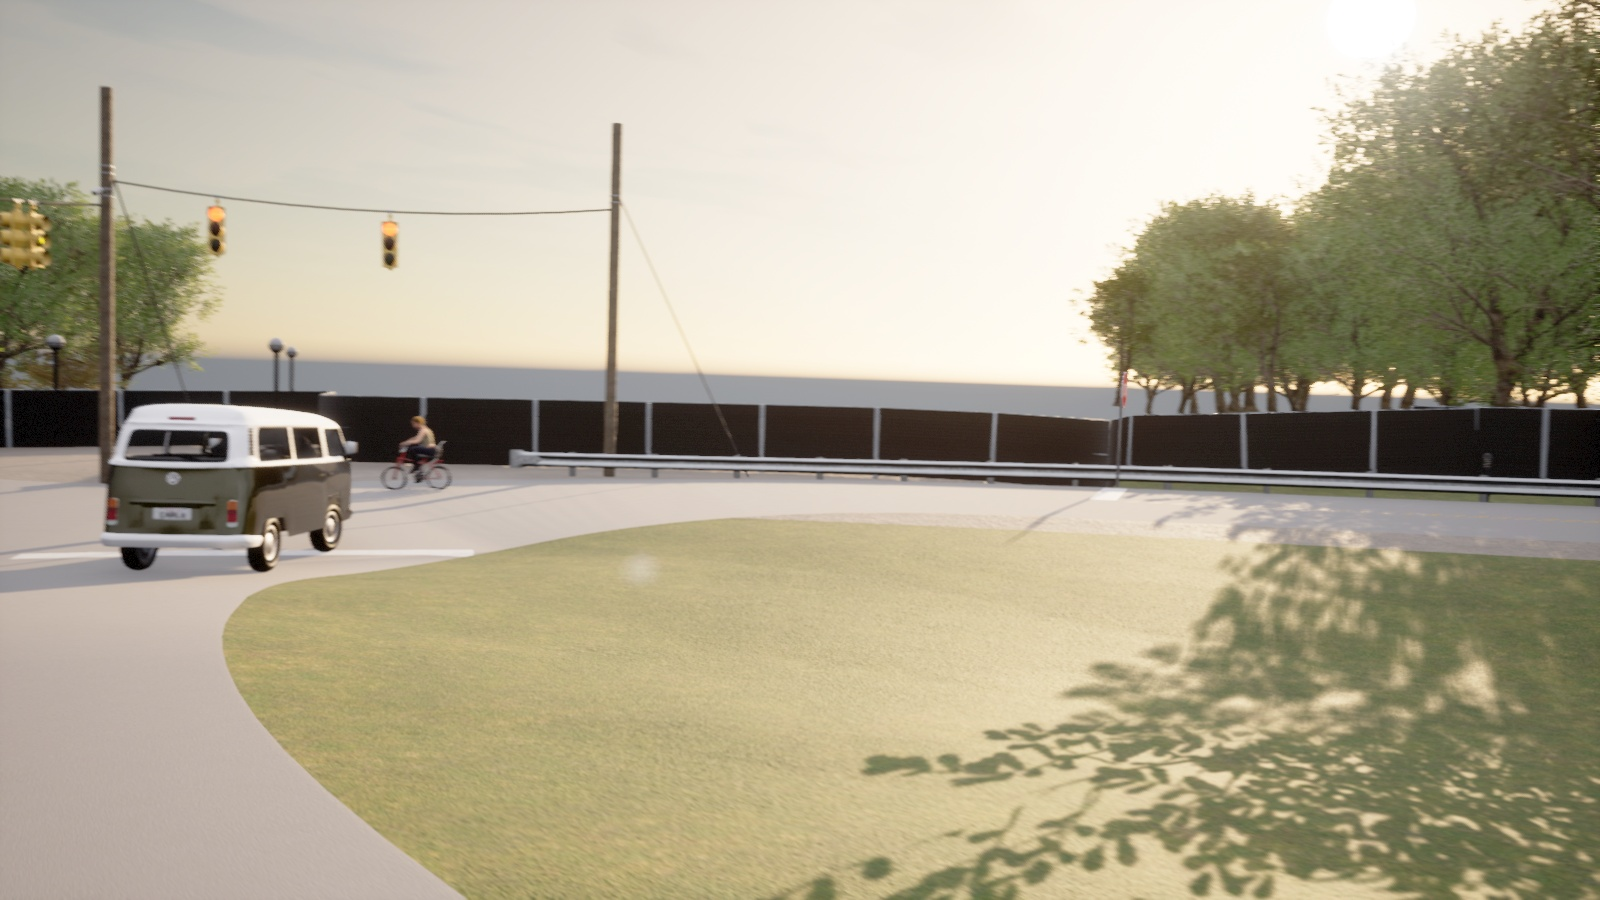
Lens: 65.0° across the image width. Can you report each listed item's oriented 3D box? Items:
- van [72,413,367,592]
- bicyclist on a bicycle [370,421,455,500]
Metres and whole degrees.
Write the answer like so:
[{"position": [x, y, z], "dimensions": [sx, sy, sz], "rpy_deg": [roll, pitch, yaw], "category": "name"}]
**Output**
[{"position": [-7.381, 0.561, 16.562], "dimensions": [2.069, 2.038, 4.480], "rpy_deg": [0, 1, -4], "category": "van"}, {"position": [-8.409, 0.215, 27.308], "dimensions": [1.509, 1.612, 0.866], "rpy_deg": [-2, 5, -3], "category": "bicyclist on a bicycle"}]
